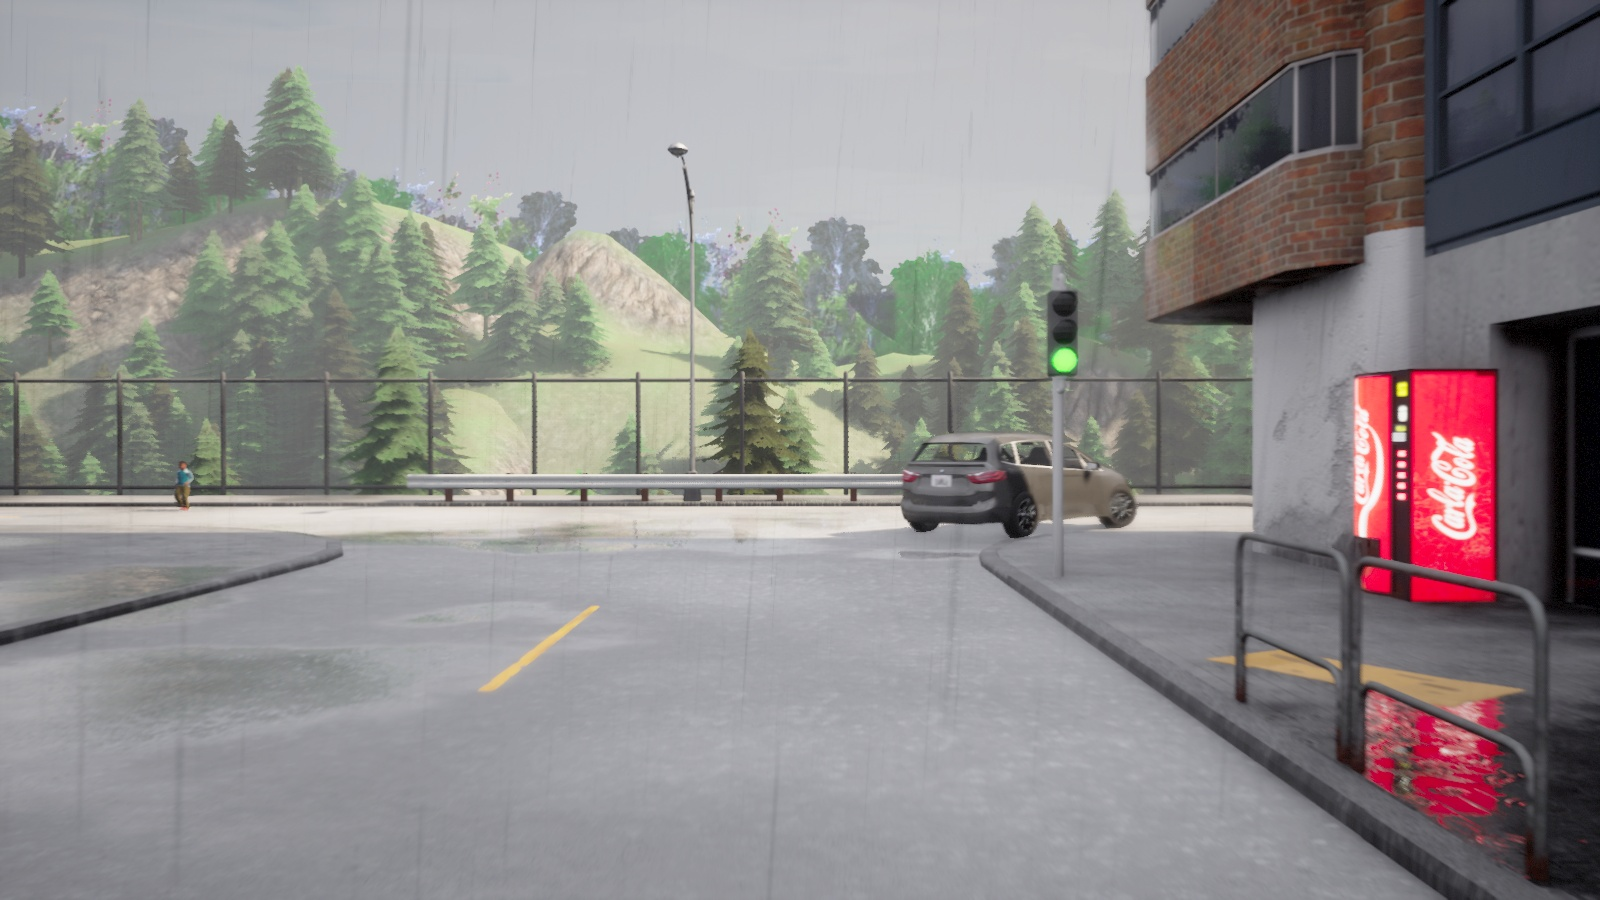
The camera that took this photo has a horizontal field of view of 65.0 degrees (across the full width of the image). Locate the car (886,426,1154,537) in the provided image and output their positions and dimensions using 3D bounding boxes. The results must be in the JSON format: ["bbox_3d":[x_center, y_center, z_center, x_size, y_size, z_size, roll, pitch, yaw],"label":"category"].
[{"bbox_3d":[3.826,0.474,21.308,2.242,1.667,4.611,0,0,45],"label":"car"}]

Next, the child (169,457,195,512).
[{"bbox_3d":[-13.448,0.749,27.325,0.343,1.192,0.448,0,0,1],"label":"child"}]
